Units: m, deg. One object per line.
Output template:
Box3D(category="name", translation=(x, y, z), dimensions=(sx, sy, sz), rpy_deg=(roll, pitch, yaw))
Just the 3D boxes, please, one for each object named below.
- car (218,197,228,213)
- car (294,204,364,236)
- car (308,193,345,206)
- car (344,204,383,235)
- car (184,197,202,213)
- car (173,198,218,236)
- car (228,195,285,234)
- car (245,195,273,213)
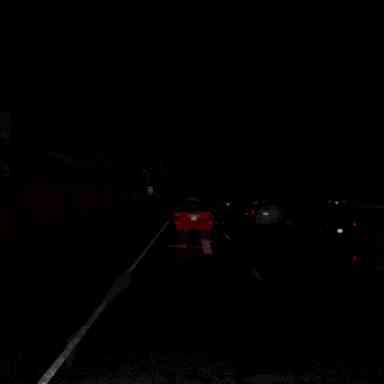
Box3D(category="car", translation=(3.600, 1.267, 35.655), dimensions=(2.097, 1.767, 4.553), rpy_deg=(0, 0, 0))
Box3D(category="car", translation=(7.101, 1.557, 18.178), dimensions=(1.895, 1.301, 4.718), rpy_deg=(0, 0, 0))
Box3D(category="car", translation=(14.102, 1.138, 35.104), dimensions=(2.150, 2.045, 5.566), rpy_deg=(0, 0, 0))
Box3D(category="car", translation=(10.601, 1.557, 18.464), dimensions=(1.895, 1.301, 4.718), rpy_deg=(0, 0, 0))
Box3D(category="car", translation=(0.102, 1.388, 37.500), dimensions=(1.882, 1.535, 5.008), rpy_deg=(0, 0, 0))
Box3D(category="car", translation=(0.100, 1.308, 18.392), dimensions=(2.097, 1.767, 4.553), rpy_deg=(0, 0, 0))
Box3D(category="car", translation=(3.601, 1.176, 18.873), dimensions=(2.150, 2.045, 5.566), rpy_deg=(0, 0, 0))
Box3D(category="car", translation=(7.101, 1.267, 35.643), dimensions=(2.097, 1.767, 4.553), rpy_deg=(0, 0, 0))
